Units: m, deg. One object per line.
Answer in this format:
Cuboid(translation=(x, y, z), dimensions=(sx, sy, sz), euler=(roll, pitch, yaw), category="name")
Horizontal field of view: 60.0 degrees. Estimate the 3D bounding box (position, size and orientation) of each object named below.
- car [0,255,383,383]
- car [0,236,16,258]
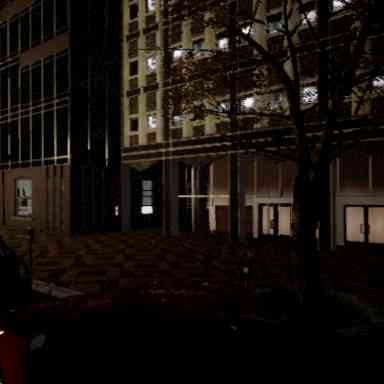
Cuboid(translation=(-0.319, 1.544, 3.112), dimensions=(4.507, 1.381, 1.887), euler=(0, 0, 36), category="car")
Cuboid(translation=(-4.911, 1.438, 6.389), dimensions=(4.097, 1.590, 1.967), euler=(0, 0, 36), category="car")
